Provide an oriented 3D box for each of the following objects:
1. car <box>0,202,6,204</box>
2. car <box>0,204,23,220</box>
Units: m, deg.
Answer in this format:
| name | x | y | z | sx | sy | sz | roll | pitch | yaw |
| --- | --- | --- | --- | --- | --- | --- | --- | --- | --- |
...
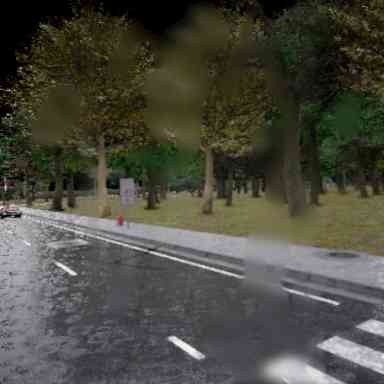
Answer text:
| name | x | y | z | sx | sy | sz | roll | pitch | yaw |
| --- | --- | --- | --- | --- | --- | --- | --- | --- | --- |
| car | -25.687 | 2.126 | 44.365 | 2.097 | 1.767 | 4.553 | -2 | 0 | -34 |
| car | -19.181 | 2.185 | 35.014 | 1.895 | 1.301 | 4.718 | -2 | 0 | -35 |
